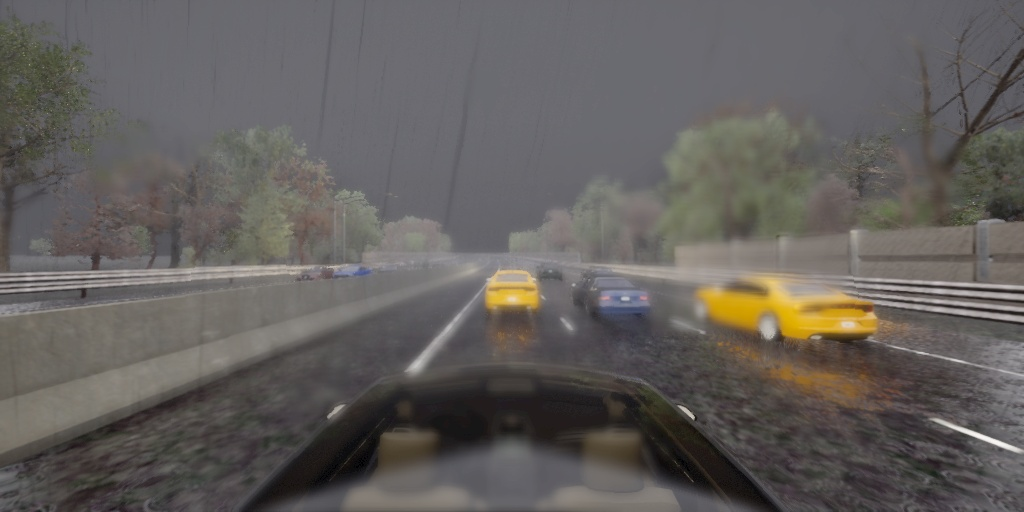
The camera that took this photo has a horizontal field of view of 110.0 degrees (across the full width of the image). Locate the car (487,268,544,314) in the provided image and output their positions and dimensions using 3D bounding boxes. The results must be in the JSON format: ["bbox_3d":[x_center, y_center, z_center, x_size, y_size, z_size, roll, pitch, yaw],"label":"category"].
[{"bbox_3d":[0.057,1.378,14.659,1.882,1.535,5.008,0,-1,0],"label":"car"}]

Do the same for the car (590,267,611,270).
[{"bbox_3d":[7.016,1.607,28.579,2.033,1.411,5.357,0,-1,0],"label":"car"}]

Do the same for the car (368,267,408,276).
[{"bbox_3d":[-10.690,1.651,32.248,2.033,1.411,5.357,0,-1,0],"label":"car"}]

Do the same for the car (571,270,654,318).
[{"bbox_3d":[3.563,1.436,13.658,2.033,1.411,5.357,0,-1,0],"label":"car"}]

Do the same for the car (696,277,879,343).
[{"bbox_3d":[7.061,1.323,9.982,1.882,1.535,5.008,0,0,0],"label":"car"}]

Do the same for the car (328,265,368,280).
[{"bbox_3d":[-14.190,1.583,32.359,1.882,1.535,5.008,0,-1,0],"label":"car"}]

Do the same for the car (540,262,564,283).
[{"bbox_3d":[3.503,1.465,33.240,2.097,1.767,4.553,0,-1,0],"label":"car"}]

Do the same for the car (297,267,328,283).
[{"bbox_3d":[-17.692,1.675,32.867,1.994,1.385,4.181,0,-1,0],"label":"car"}]
